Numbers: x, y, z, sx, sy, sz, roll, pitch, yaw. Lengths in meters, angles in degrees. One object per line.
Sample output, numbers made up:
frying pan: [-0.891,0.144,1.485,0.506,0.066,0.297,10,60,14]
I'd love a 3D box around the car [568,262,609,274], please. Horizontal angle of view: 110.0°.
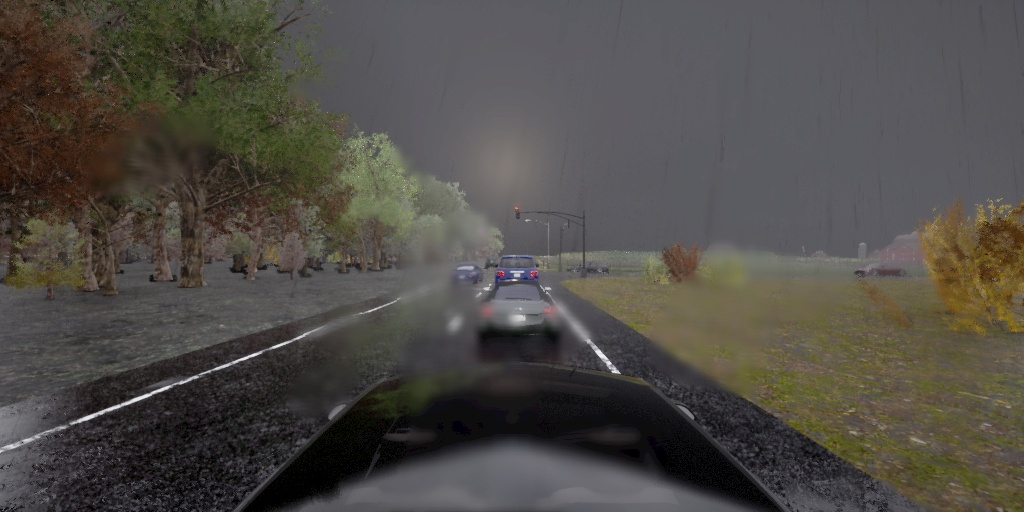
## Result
car: [9.201,1.428,43.175,4.892,1.490,1.837,1,0,15]

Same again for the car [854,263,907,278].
car: [42.719,1.623,41.686,4.553,1.767,2.097,1,-1,1]

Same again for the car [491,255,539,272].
car: [0.263,0.976,19.085,2.150,2.045,5.566,0,0,1]

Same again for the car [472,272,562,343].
car: [0.169,1.316,9.672,1.994,1.385,4.181,0,0,1]

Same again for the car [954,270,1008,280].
car: [49.441,1.849,37.981,4.181,1.385,1.994,1,-1,2]

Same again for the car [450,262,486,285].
car: [-3.174,1.282,25.952,1.812,1.442,4.674,0,0,1]

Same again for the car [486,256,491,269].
car: [-2.890,0.980,55.489,2.150,2.045,5.566,0,0,1]

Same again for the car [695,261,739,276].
car: [23.995,1.420,41.968,4.553,1.767,2.097,1,-1,1]
